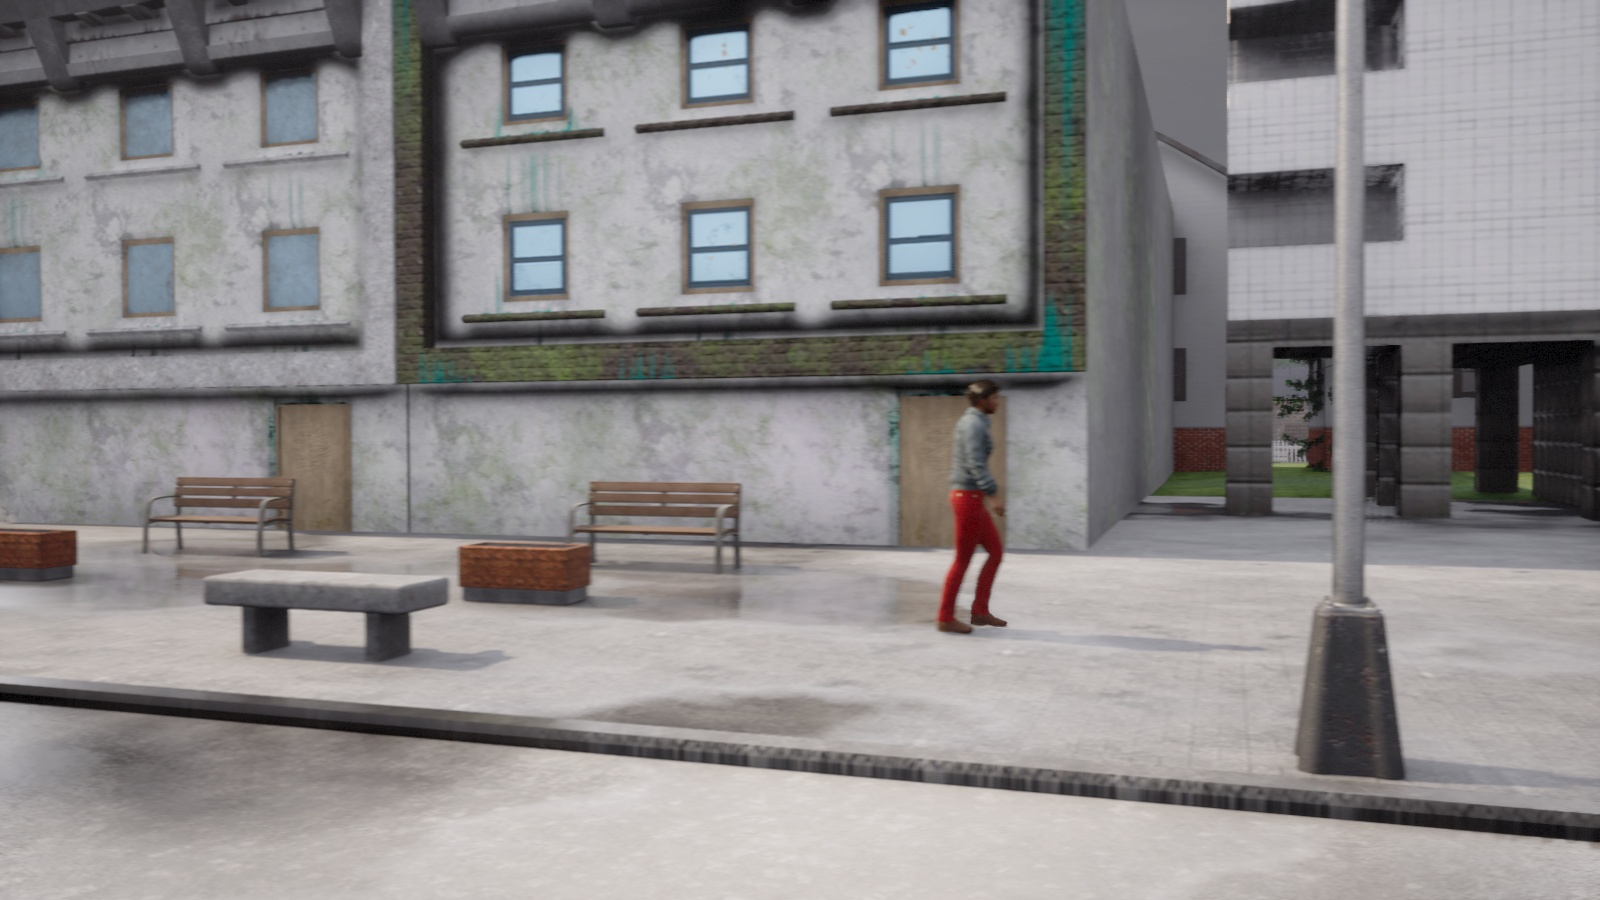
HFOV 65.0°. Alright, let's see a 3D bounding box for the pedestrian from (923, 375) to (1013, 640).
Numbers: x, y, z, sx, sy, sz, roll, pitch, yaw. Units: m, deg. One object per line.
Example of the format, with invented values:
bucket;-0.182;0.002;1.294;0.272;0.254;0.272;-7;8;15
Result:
pedestrian;1.203;0.397;8.971;0.614;1.847;0.353;0;1;9
